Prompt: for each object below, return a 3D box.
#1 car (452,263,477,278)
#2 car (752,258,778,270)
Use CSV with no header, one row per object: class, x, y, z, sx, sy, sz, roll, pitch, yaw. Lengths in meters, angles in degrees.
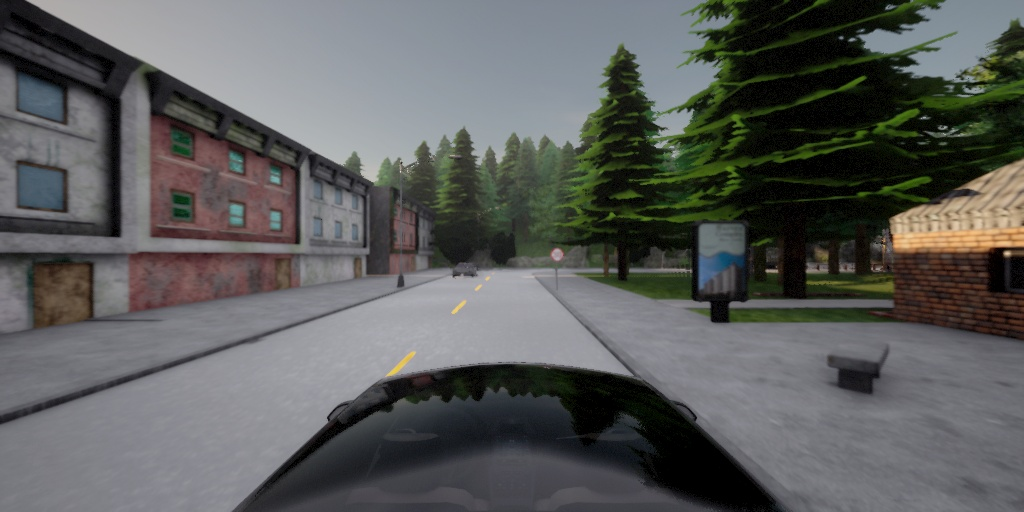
car,-4.200,1.261,32.136,1.895,1.301,4.718,0,0,-1
car,34.134,1.090,48.992,5.008,1.535,1.882,0,0,0
